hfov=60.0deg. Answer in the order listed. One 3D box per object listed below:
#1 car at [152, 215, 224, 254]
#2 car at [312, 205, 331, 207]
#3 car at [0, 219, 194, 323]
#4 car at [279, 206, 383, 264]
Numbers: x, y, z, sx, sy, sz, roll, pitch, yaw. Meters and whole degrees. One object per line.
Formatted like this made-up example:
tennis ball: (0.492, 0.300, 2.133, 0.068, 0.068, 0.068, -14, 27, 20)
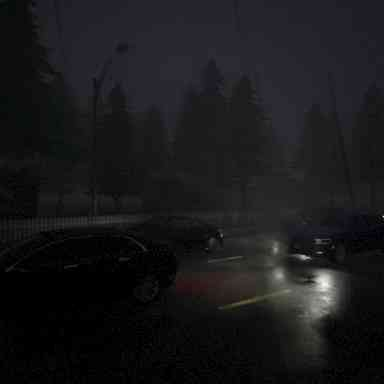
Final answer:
car: (-0.877, 1.541, 11.903, 4.181, 1.385, 1.994, 0, 0, -35)
car: (6.621, 1.459, 17.137, 5.008, 1.535, 1.882, 0, 0, -35)
car: (-2.539, 1.489, 6.477, 4.892, 1.490, 1.837, 0, 0, -35)
car: (5.421, 1.466, 12.033, 5.008, 1.535, 1.882, 0, 0, -35)
